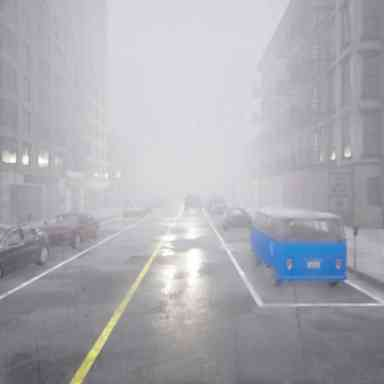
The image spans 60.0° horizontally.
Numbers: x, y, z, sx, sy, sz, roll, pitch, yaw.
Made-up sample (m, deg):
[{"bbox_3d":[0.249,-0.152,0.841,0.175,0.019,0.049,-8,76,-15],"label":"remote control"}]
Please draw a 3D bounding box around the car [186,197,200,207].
[{"bbox_3d":[0.130,1.578,52.882,2.128,1.511,4.902,0,0,0],"label":"car"}]

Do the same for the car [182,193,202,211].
[{"bbox_3d":[0.124,1.293,42.374,2.150,2.045,5.566,0,0,0],"label":"car"}]

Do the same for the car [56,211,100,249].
[{"bbox_3d":[-5.383,1.594,14.733,1.887,1.381,4.507,0,0,0],"label":"car"}]

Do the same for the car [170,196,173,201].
[{"bbox_3d":[-5.351,1.569,65.870,1.967,1.590,4.097,0,0,0],"label":"car"}]

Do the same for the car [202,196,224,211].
[{"bbox_3d":[2.655,1.368,37.462,2.192,1.841,5.009,0,0,0],"label":"car"}]

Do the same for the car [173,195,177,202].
[{"bbox_3d":[-5.340,1.734,82.915,1.802,1.307,4.206,0,0,0],"label":"car"}]

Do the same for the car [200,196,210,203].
[{"bbox_3d":[2.678,1.666,71.549,1.947,1.339,4.313,0,0,0],"label":"car"}]

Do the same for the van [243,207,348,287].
[{"bbox_3d":[2.637,1.342,9.056,1.690,1.788,3.998,0,0,0],"label":"van"}]

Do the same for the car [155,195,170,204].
[{"bbox_3d":[-5.359,1.428,54.507,2.192,1.841,5.009,0,0,0],"label":"car"}]

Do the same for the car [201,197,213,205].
[{"bbox_3d":[2.671,1.635,60.187,2.008,1.369,4.403,0,0,0],"label":"car"}]

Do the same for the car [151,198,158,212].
[{"bbox_3d":[-5.368,1.655,37.461,1.947,1.339,4.313,0,0,0],"label":"car"}]

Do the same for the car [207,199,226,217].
[{"bbox_3d":[2.653,1.626,31.780,1.802,1.307,4.206,0,0,0],"label":"car"}]

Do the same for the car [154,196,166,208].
[{"bbox_3d":[-5.361,1.671,48.825,1.947,1.339,4.313,0,0,0],"label":"car"}]

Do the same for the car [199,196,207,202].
[{"bbox_3d":[2.685,1.641,83.082,1.752,1.417,4.829,0,0,0],"label":"car"}]

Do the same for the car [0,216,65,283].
[{"bbox_3d":[-5.387,1.588,9.052,2.008,1.369,4.403,0,0,0],"label":"car"}]

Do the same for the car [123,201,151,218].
[{"bbox_3d":[-5.373,1.606,31.609,1.752,1.417,4.829,0,0,0],"label":"car"}]

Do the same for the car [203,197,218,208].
[{"bbox_3d":[2.663,1.509,48.825,1.967,1.590,4.097,0,0,0],"label":"car"}]

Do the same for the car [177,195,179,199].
[{"bbox_3d":[-5.336,1.710,88.597,2.008,1.369,4.403,0,0,0],"label":"car"}]

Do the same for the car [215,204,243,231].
[{"bbox_3d":[2.646,1.606,20.417,1.802,1.307,4.206,0,0,0],"label":"car"}]
